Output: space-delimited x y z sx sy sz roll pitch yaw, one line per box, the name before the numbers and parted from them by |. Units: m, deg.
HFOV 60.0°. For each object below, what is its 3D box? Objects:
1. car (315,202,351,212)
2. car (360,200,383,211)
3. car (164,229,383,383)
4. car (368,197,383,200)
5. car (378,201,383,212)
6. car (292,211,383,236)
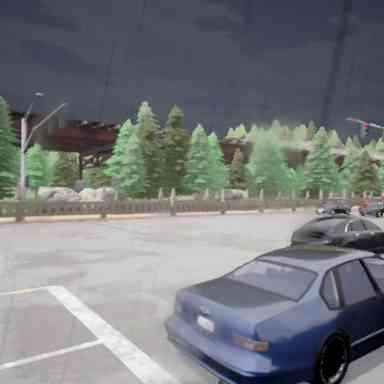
car | 15.572 1.849 36.594 4.902 1.511 2.128 1 0 -36
car | 19.598 1.888 35.166 4.892 1.490 1.837 1 0 -36
car | 2.207 1.598 5.324 5.357 1.411 2.033 1 0 -35
car | 23.615 1.683 42.315 5.566 2.045 2.150 1 0 -36
car | 19.640 1.835 30.865 5.008 1.535 1.882 1 0 -36
car | 5.638 1.626 12.067 4.892 1.490 1.837 1 0 -35
